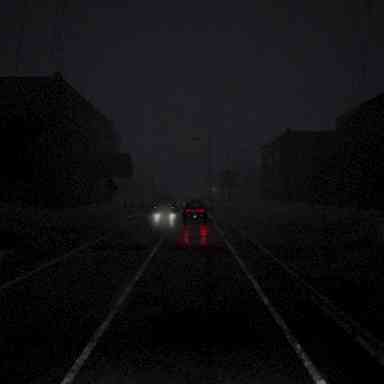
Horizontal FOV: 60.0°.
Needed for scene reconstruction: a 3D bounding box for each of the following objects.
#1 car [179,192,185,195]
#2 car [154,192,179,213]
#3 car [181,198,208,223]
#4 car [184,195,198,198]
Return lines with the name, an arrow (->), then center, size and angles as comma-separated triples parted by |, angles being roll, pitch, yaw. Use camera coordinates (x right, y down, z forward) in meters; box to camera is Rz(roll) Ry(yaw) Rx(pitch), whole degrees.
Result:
car -> -2.623, 0.840, 77.723 | 1.837, 1.490, 4.892 | 0, 0, 0
car -> -2.913, 1.171, 37.169 | 2.150, 2.045, 5.566 | 0, 0, 0
car -> 0.218, 1.476, 25.163 | 2.128, 1.511, 4.902 | 0, 0, 0
car -> 0.303, 1.423, 42.140 | 2.128, 1.511, 4.902 | 0, 0, 0
